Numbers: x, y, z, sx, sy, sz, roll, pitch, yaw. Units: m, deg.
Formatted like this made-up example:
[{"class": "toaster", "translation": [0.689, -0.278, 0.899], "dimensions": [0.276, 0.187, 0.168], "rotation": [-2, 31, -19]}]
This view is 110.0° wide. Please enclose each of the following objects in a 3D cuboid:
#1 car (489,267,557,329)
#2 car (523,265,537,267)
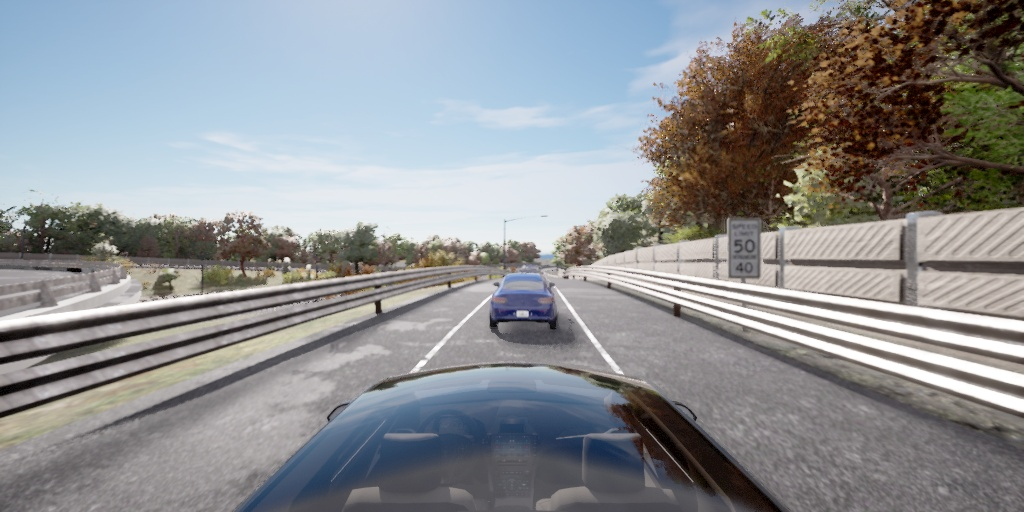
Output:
[{"class": "car", "translation": [0.369, 1.250, 11.079], "dimensions": [1.812, 1.442, 4.674], "rotation": [0, 0, 3]}, {"class": "car", "translation": [1.028, 1.400, 22.700], "dimensions": [1.895, 1.301, 4.718], "rotation": [0, -1, 3]}]
